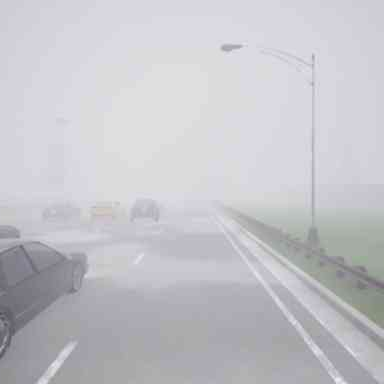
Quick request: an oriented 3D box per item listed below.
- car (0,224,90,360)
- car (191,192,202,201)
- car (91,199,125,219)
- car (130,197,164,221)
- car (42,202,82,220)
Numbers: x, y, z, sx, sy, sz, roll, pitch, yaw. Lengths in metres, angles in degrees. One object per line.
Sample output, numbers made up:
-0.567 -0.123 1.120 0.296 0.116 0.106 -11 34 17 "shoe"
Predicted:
-3.403 1.523 5.667 2.033 1.411 5.357 0 0 0 "car"
1.214 1.171 73.225 1.882 1.535 5.008 0 0 0 "car"
-6.904 1.361 27.656 1.882 1.535 5.008 0 0 0 "car"
-3.405 1.243 25.821 2.097 1.767 4.553 0 0 0 "car"
-10.405 1.450 26.919 1.994 1.385 4.181 0 0 0 "car"
